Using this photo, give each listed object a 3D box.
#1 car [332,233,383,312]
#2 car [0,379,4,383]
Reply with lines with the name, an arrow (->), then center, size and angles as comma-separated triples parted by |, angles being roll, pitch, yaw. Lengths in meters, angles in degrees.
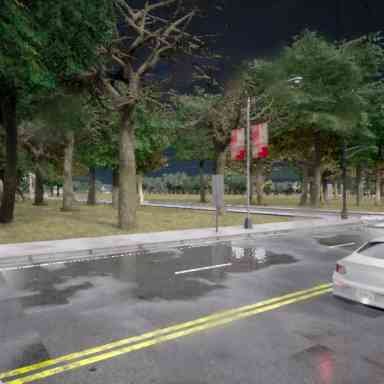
car -> 4.726, 1.526, 6.790 | 4.674, 1.442, 1.812 | 0, 0, -35
car -> -3.247, 1.526, 1.134 | 4.674, 1.442, 1.812 | 0, 0, -35
